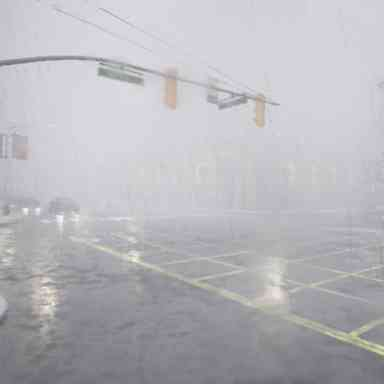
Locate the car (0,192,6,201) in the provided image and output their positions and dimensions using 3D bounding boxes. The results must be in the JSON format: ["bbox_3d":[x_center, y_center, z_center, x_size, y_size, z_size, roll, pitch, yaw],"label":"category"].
[{"bbox_3d":[-33.603,0.796,59.936,1.812,1.442,4.674,1,0,-37],"label":"car"}]

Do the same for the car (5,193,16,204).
[{"bbox_3d":[-27.040,1.056,51.291,1.812,1.442,4.674,1,0,-37],"label":"car"}]

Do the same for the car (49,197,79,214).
[{"bbox_3d":[-12.567,1.294,32.410,1.812,1.442,4.674,1,0,-38],"label":"car"}]

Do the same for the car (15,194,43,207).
[{"bbox_3d":[-21.497,1.223,43.834,1.895,1.301,4.718,1,0,-37],"label":"car"}]

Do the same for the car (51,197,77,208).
[{"bbox_3d":[-16.784,1.293,43.424,1.895,1.301,4.718,1,0,-37],"label":"car"}]

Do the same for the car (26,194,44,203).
[{"bbox_3d":[-26.684,1.055,56.533,1.812,1.442,4.674,1,0,-37],"label":"car"}]
